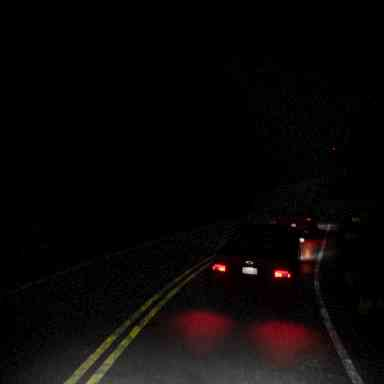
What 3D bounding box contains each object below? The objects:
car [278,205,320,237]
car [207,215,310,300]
[{"bbox_3d":[5.964,1.480,18.537,1.882,1.535,5.008,2,1,23],"label":"car"},{"bbox_3d":[1.876,1.546,8.692,2.033,1.411,5.357,2,0,18],"label":"car"}]
